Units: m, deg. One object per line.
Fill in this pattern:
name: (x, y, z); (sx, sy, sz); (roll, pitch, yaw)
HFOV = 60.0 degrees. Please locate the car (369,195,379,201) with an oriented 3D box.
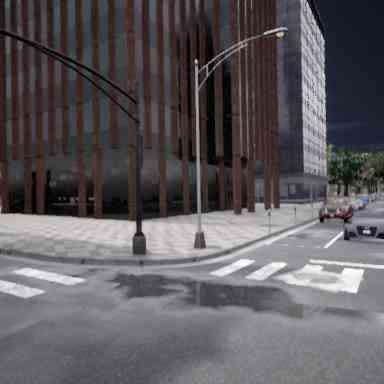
car: (44.650, 1.401, 81.565); (1.947, 1.339, 4.313); (-1, -1, 31)

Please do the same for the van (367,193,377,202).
van: (39.061, 1.201, 72.235); (1.690, 1.788, 3.998); (-1, -1, 31)

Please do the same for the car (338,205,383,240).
car: (8.581, 1.541, 16.108); (1.994, 1.385, 4.181); (-1, -1, 31)

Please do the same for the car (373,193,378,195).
car: (36.272, 1.438, 67.568); (1.947, 1.339, 4.313); (-1, -1, 31)

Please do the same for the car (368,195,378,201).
car: (41.769, 1.373, 76.754); (1.752, 1.417, 4.829); (-1, -1, 31)

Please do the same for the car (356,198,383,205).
car: (13.225, 1.428, 23.847); (1.882, 1.535, 5.008); (-1, -1, 31)

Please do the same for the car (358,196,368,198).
car: (19.429, 1.482, 39.428); (1.752, 1.417, 4.829); (-1, -1, 31)

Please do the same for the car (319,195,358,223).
car: (11.135, 1.316, 25.578); (2.192, 1.841, 5.009); (-1, -1, 31)

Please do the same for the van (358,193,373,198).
van: (25.098, 1.268, 48.907); (1.690, 1.788, 3.998); (-1, -1, 31)

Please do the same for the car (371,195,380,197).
car: (23.663, 1.440, 41.122); (2.033, 1.411, 5.357); (-1, -1, 31)
